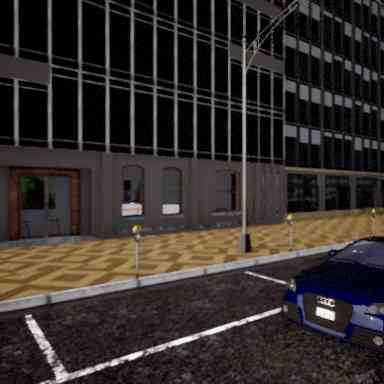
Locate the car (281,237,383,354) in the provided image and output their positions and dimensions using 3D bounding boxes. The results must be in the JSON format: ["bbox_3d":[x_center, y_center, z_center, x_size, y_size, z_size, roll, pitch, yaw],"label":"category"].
[{"bbox_3d":[3.519,1.538,5.889,4.181,1.385,1.994,0,0,-35],"label":"car"}]
